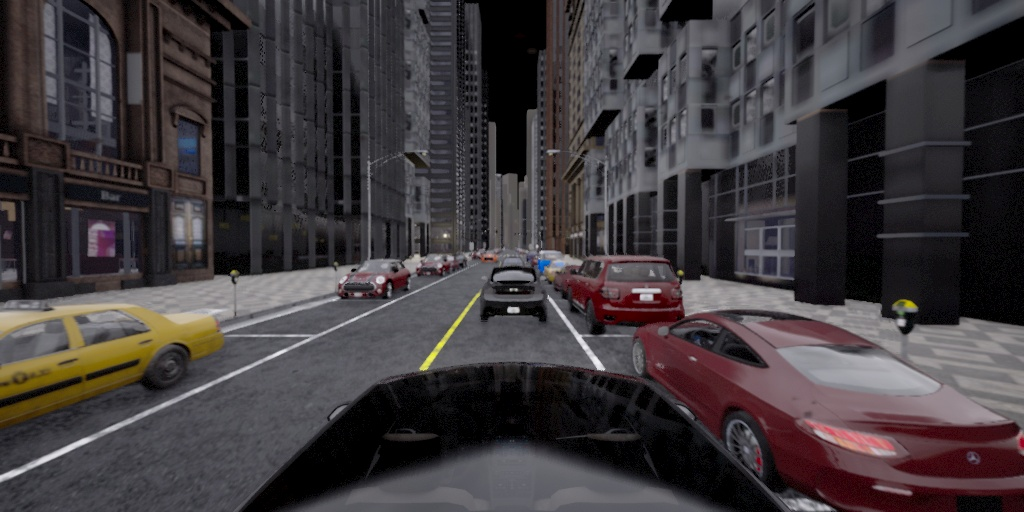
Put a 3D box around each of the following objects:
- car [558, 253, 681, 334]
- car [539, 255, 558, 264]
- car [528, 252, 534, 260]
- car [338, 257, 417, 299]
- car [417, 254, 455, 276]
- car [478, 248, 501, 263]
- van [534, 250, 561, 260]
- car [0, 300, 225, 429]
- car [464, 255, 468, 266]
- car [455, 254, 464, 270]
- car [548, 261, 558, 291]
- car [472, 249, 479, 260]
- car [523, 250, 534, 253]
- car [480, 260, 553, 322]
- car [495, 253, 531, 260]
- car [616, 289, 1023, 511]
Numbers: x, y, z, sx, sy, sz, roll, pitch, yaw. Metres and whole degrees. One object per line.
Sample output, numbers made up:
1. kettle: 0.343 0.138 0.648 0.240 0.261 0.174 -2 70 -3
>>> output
1. car: 2.773 0.879 9.803 2.192 1.841 5.009 0 0 0
2. car: 2.789 0.834 21.174 1.751 1.417 4.829 0 0 0
3. car: 2.811 0.508 37.807 1.802 1.307 4.207 0 0 0
4. car: -5.744 0.876 15.401 1.967 1.591 4.097 0 0 0
5. car: -5.729 0.620 26.601 1.967 1.591 4.097 0 0 0
6. car: -3.021 0.028 48.805 2.097 1.767 4.553 0 1 0
7. van: 2.796 0.521 26.605 1.690 1.789 3.998 0 0 0
8. car: -5.759 1.218 4.030 1.751 1.417 4.829 0 0 0
9. car: -5.714 0.492 37.801 1.948 1.339 4.313 0 0 0
10. car: -5.722 0.635 32.201 1.802 1.307 4.207 0 0 0
11. car: 2.781 1.018 15.404 1.802 1.307 4.207 0 0 0
12. car: -5.684 -0.036 60.202 1.888 1.381 4.507 0 0 0
13. car: 3.067 -0.049 52.184 2.097 1.767 4.553 0 1 0
14. car: 0.058 1.035 11.303 1.837 1.490 4.892 0 1 0
15. car: 0.076 0.738 26.175 2.033 1.411 5.357 0 1 1
16. car: 2.766 1.275 4.202 1.802 1.307 4.207 0 0 0
